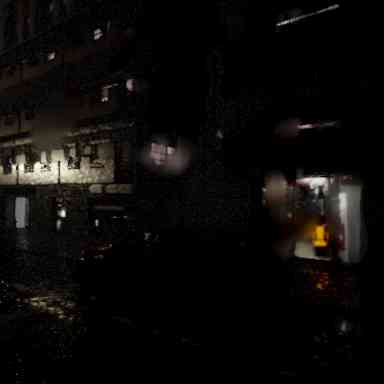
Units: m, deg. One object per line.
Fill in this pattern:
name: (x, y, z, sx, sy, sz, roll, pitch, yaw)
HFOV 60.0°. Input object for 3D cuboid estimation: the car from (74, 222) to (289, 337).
car: (-0.438, 1.580, 7.261, 5.009, 1.841, 2.192, -1, -2, 37)
